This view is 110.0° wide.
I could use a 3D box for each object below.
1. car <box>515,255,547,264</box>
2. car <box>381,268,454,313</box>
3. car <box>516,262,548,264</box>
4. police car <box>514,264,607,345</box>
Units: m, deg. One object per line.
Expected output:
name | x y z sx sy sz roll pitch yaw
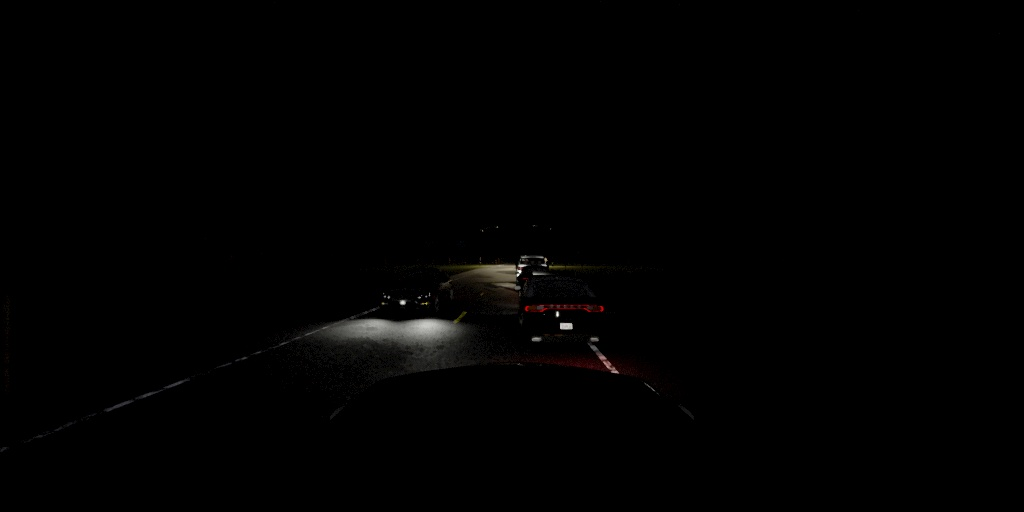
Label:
car | 1.391 0.967 25.512 2.150 2.045 5.566 0 0 2
car | -3.482 1.254 13.981 1.837 1.490 4.892 0 0 1
car | 1.247 1.252 19.502 1.837 1.490 4.892 0 0 1
police car | 1.095 1.175 9.642 1.930 1.638 5.238 0 0 1
